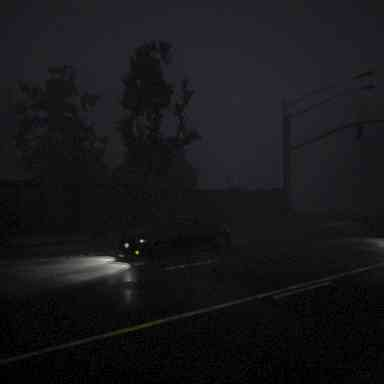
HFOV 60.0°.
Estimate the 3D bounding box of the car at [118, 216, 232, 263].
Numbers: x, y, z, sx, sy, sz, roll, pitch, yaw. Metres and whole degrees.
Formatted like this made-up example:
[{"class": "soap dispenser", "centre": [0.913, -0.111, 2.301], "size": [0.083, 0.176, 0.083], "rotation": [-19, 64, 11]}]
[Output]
[{"class": "car", "centre": [-0.532, 1.588, 12.189], "size": [4.181, 1.385, 1.994], "rotation": [0, 0, -35]}]
